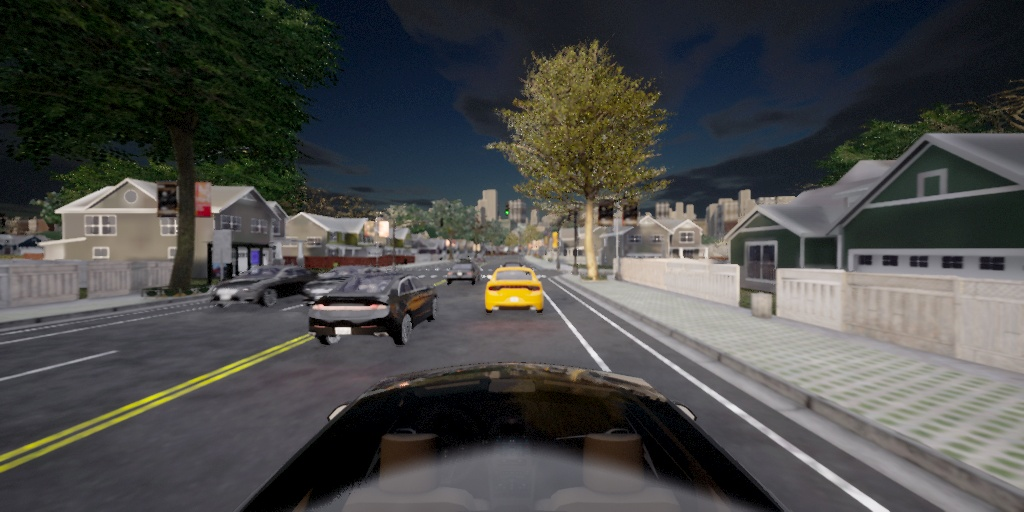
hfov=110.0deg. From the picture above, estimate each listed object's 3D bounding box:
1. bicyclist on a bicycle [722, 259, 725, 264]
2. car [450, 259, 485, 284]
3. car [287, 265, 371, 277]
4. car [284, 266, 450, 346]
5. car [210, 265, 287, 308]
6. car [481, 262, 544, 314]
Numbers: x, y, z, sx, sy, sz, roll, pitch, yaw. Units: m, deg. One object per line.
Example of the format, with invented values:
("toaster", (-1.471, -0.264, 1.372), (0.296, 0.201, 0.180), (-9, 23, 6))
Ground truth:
("bicyclist on a bicycle", (19.634, 1.129, 32.972), (0.582, 1.620, 1.656), (1, 1, -1))
("car", (-3.193, 1.120, 24.431), (2.033, 1.411, 5.357), (0, 0, 0))
("car", (-6.591, 1.142, 14.780), (2.128, 1.511, 4.902), (0, 0, 0))
("car", (-3.190, 1.185, 9.229), (2.128, 1.511, 4.902), (0, 1, 0))
("car", (-9.841, 1.142, 14.777), (2.128, 1.511, 4.902), (0, 0, 0))
("car", (0.078, 1.137, 13.301), (1.882, 1.535, 5.008), (0, 1, 0))
